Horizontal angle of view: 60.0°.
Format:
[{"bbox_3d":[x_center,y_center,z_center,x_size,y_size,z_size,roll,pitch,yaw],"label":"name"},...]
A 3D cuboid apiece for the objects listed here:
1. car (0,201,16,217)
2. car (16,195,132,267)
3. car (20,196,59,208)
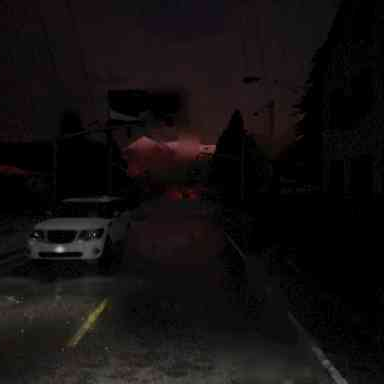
[{"bbox_3d":[-15.150,1.266,31.378,5.566,2.045,2.150,0,0,-1],"label":"car"},{"bbox_3d":[-3.537,1.168,11.608,2.150,2.045,5.566,0,0,0],"label":"car"},{"bbox_3d":[-22.159,1.444,48.431,4.611,1.667,2.242,0,0,0],"label":"car"}]
